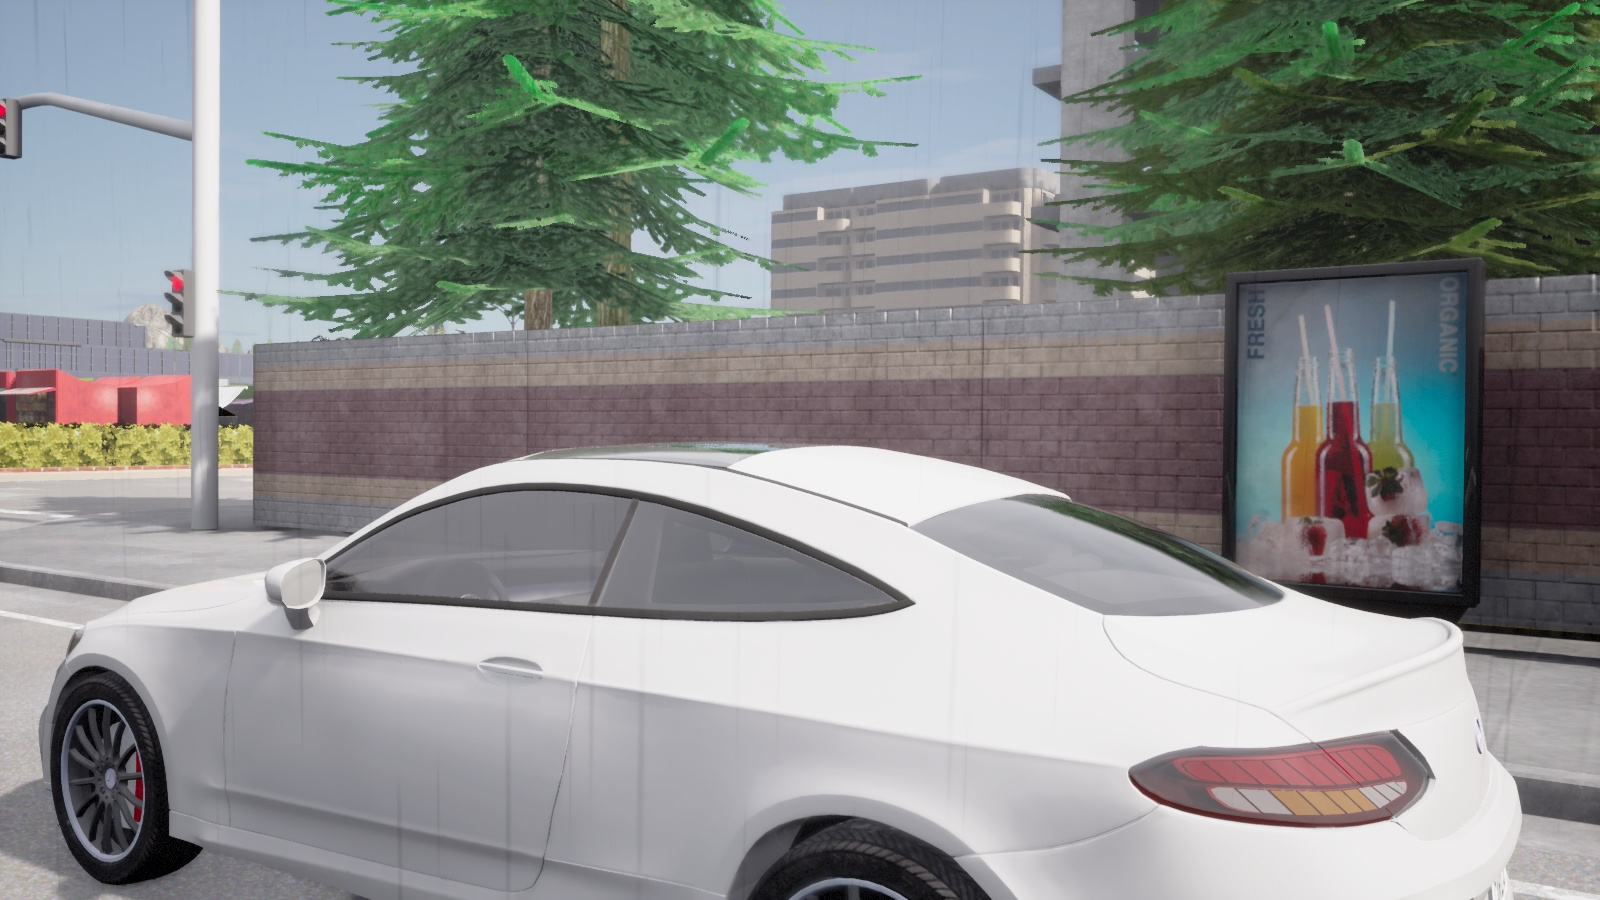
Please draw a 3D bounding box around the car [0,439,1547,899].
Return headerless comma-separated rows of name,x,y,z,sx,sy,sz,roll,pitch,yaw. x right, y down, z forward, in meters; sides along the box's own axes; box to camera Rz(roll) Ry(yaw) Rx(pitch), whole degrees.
car,-0.437,0.708,3.913,4.674,1.442,1.812,0,1,33
